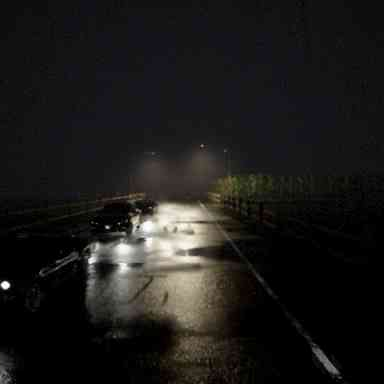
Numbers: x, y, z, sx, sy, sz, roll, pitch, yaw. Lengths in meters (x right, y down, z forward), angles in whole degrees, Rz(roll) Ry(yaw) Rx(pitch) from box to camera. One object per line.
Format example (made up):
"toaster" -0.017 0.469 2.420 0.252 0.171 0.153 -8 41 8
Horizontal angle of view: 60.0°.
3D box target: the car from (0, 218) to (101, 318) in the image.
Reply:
"car" -3.671 1.520 7.348 1.895 1.301 4.718 0 1 -1

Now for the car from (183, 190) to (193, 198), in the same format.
"car" -0.827 0.578 72.677 1.837 1.490 4.892 0 1 -1

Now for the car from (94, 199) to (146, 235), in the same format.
"car" -3.777 1.293 17.207 1.837 1.490 4.892 0 1 0

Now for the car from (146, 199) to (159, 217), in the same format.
"car" -3.853 1.260 27.060 1.895 1.301 4.718 0 1 0

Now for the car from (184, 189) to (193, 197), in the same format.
"car" -0.943 0.232 82.680 2.097 1.767 4.553 0 1 -1
